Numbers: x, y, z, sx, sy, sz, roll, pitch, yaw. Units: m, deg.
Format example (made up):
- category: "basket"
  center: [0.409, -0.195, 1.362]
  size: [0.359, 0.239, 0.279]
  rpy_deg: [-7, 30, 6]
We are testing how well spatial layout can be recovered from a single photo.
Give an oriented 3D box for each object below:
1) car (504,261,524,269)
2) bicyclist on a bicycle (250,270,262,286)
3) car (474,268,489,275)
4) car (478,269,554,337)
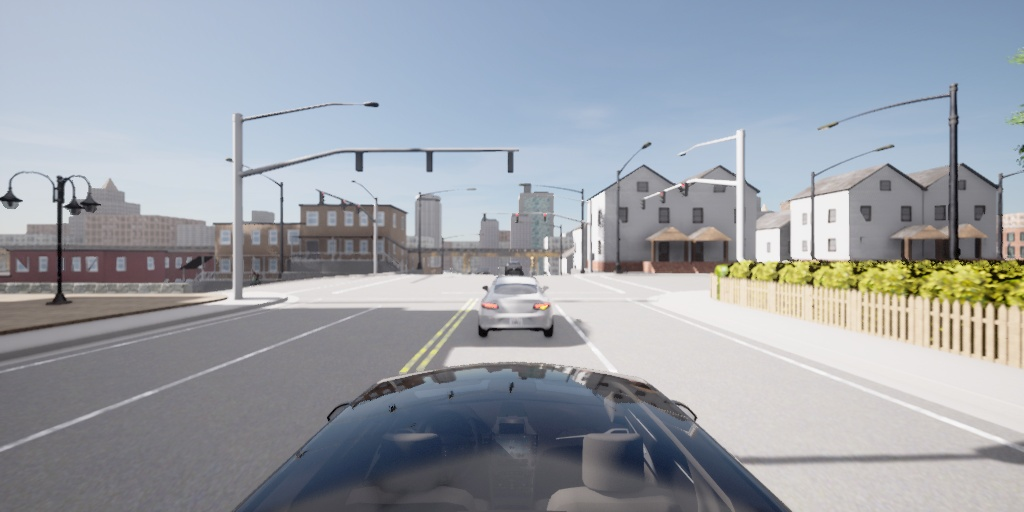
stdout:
- category: "car"
  center: [0.202, 1.385, 38.164]
  size: [2.128, 1.511, 4.902]
  rpy_deg: [0, -7, 0]
- category: "bicyclist on a bicycle"
  center: [-25.560, 2.194, 35.735]
  size: [0.582, 1.620, 1.656]
  rpy_deg: [-8, 0, 0]
- category: "car"
  center: [-3.501, 2.166, 43.655]
  size: [1.837, 1.490, 4.892]
  rpy_deg: [0, -9, 0]
- category: "car"
  center: [0.103, 1.271, 10.151]
  size: [1.812, 1.442, 4.674]
  rpy_deg: [0, 0, 0]
